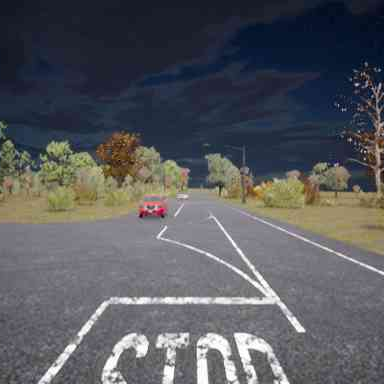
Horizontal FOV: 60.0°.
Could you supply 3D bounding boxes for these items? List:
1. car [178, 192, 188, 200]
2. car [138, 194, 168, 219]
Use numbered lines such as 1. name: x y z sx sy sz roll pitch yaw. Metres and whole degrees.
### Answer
1. car: -2.368 1.089 87.088 2.150 2.045 5.566 0 0 5
2. car: -3.332 1.206 29.585 2.150 2.045 5.566 0 0 0
